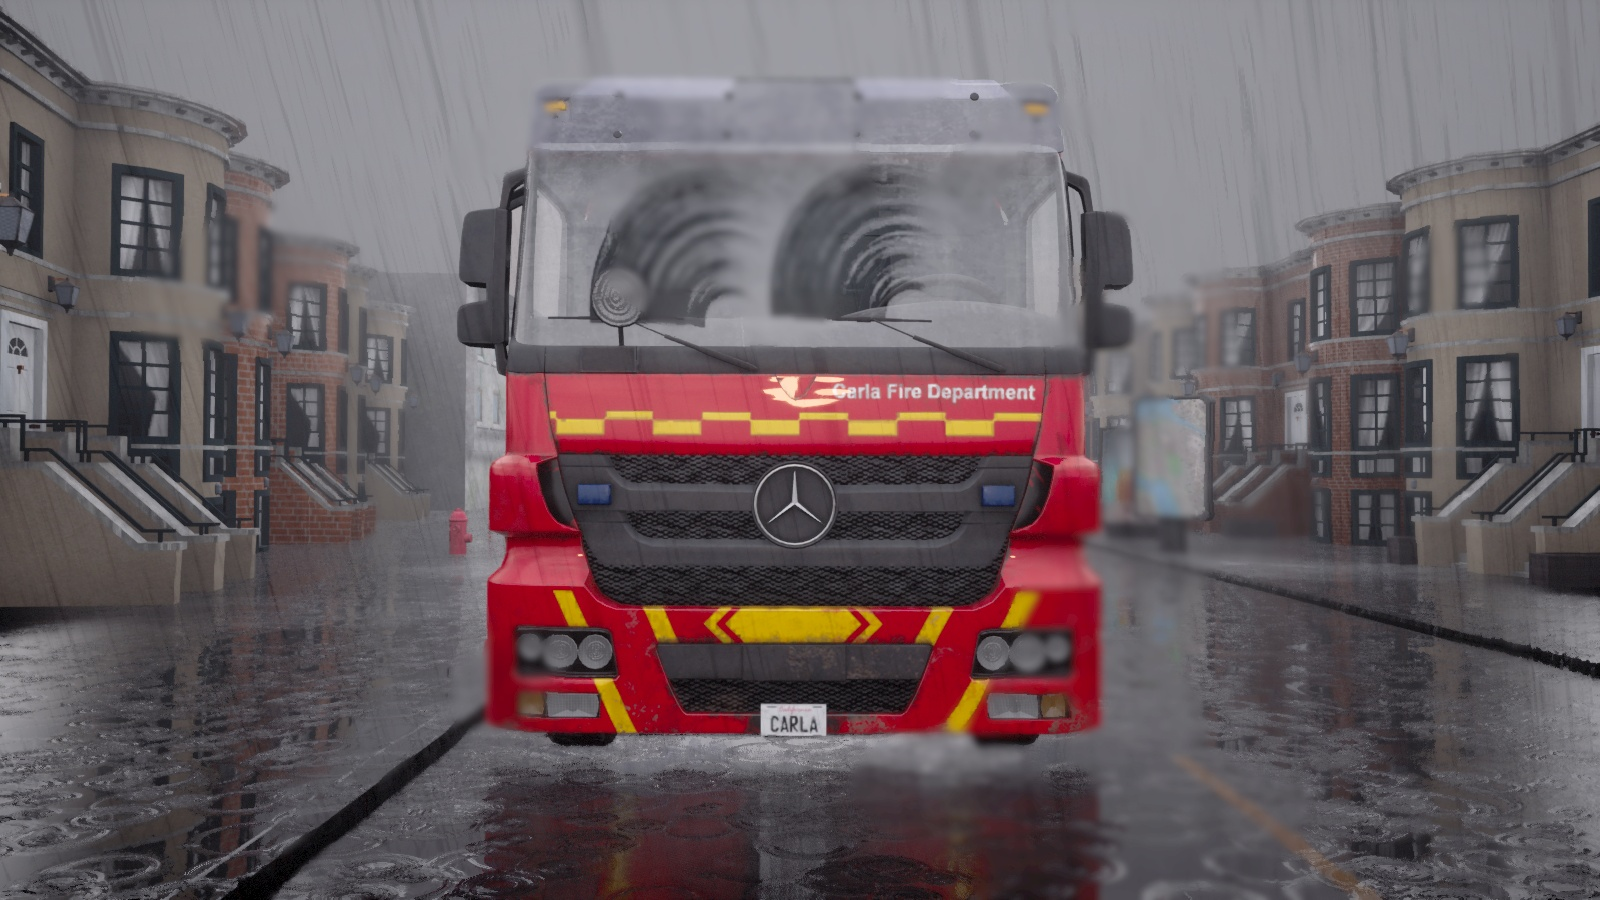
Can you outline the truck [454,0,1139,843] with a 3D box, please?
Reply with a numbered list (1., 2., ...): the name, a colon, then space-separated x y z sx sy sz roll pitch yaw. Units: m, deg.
1. truck: -0.032 -0.190 9.565 2.891 3.827 8.468 0 -1 0
